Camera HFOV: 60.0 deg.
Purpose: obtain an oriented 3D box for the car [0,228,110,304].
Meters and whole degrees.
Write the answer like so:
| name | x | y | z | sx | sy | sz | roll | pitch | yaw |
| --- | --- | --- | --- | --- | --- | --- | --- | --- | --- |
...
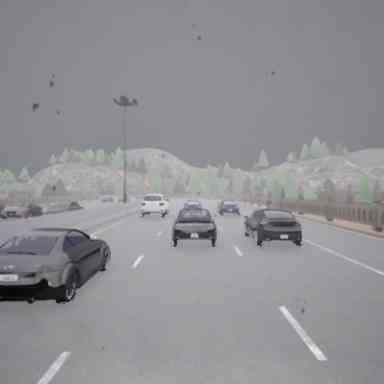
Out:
| name | x | y | z | sx | sy | sz | roll | pitch | yaw |
| --- | --- | --- | --- | --- | --- | --- | --- | --- | --- |
| car | -3.402 | 1.562 | 8.188 | 1.994 | 1.385 | 4.181 | 0 | 0 | 0 |

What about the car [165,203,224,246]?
| name | x | y | z | sx | sy | sz | roll | pitch | yaw |
| --- | --- | --- | --- | --- | --- | --- | --- | --- | --- |
| car | 0.099 | 1.486 | 15.346 | 2.128 | 1.511 | 4.902 | 0 | 0 | 0 |

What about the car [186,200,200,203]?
| name | x | y | z | sx | sy | sz | roll | pitch | yaw |
| --- | --- | --- | --- | --- | --- | --- | --- | --- | --- |
| car | 0.085 | 1.520 | 33.149 | 1.812 | 1.442 | 4.674 | 0 | 0 | 0 |

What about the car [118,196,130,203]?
| name | x | y | z | sx | sy | sz | roll | pitch | yaw |
| --- | --- | --- | --- | --- | --- | --- | --- | --- | --- |
| car | -14.002 | 1.539 | 68.722 | 1.837 | 1.490 | 4.892 | 0 | 0 | 0 |

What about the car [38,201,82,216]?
| name | x | y | z | sx | sy | sz | roll | pitch | yaw |
| --- | --- | --- | --- | --- | --- | --- | --- | --- | --- |
| car | -10.598 | 1.500 | 27.658 | 1.837 | 1.490 | 4.892 | 0 | 0 | 0 |

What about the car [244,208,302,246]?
| name | x | y | z | sx | sy | sz | roll | pitch | yaw |
| --- | --- | --- | --- | --- | --- | --- | --- | --- | --- |
| car | 3.599 | 1.499 | 15.396 | 1.837 | 1.490 | 4.892 | 0 | 0 | 0 |

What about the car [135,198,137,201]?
| name | x | y | z | sx | sy | sz | roll | pitch | yaw |
| --- | --- | --- | --- | --- | --- | --- | --- | --- | --- |
| car | -10.502 | 1.561 | 68.764 | 2.128 | 1.511 | 4.902 | 0 | 0 | 0 |

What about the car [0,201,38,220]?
| name | x | y | z | sx | sy | sz | roll | pitch | yaw |
| --- | --- | --- | --- | --- | --- | --- | --- | --- | --- |
| car | -14.098 | 1.559 | 27.928 | 1.994 | 1.385 | 4.181 | 0 | 0 | 0 |

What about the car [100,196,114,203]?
| name | x | y | z | sx | sy | sz | roll | pitch | yaw |
| --- | --- | --- | --- | --- | --- | --- | --- | --- | --- |
| car | -17.502 | 1.595 | 68.679 | 1.994 | 1.385 | 4.181 | 0 | 0 | 0 |

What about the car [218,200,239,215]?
| name | x | y | z | sx | sy | sz | roll | pitch | yaw |
| --- | --- | --- | --- | --- | --- | --- | --- | --- | --- |
| car | 3.585 | 1.520 | 33.286 | 1.812 | 1.442 | 4.674 | 0 | 0 | 0 |

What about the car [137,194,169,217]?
| name | x | y | z | sx | sy | sz | roll | pitch | yaw |
| --- | --- | --- | --- | --- | --- | --- | --- | --- | --- |
| car | -3.401 | 1.216 | 31.165 | 2.150 | 2.045 | 5.566 | 0 | 0 | 0 |
